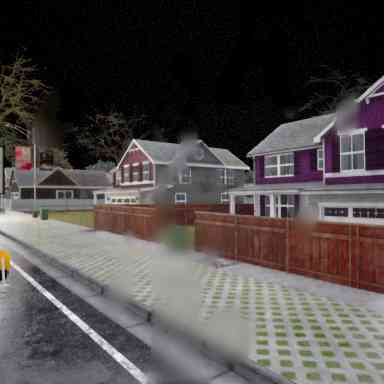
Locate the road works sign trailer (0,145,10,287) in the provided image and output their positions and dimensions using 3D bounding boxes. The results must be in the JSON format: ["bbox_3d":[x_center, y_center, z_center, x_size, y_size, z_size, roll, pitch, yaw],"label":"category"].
[{"bbox_3d":[-6.106,0.470,8.408,2.380,3.560,2.880,0,0,-38],"label":"road works sign trailer"}]
